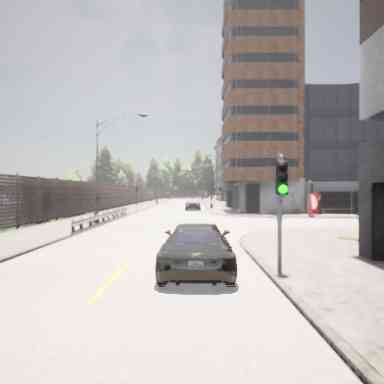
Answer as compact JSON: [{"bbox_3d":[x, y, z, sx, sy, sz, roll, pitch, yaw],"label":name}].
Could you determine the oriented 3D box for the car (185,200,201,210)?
[{"bbox_3d":[0.101,1.610,42.270,1.895,1.301,4.718,0,0,-1],"label":"car"}]

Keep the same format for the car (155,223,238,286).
[{"bbox_3d":[0.149,1.566,9.422,1.994,1.385,4.181,0,0,2],"label":"car"}]
